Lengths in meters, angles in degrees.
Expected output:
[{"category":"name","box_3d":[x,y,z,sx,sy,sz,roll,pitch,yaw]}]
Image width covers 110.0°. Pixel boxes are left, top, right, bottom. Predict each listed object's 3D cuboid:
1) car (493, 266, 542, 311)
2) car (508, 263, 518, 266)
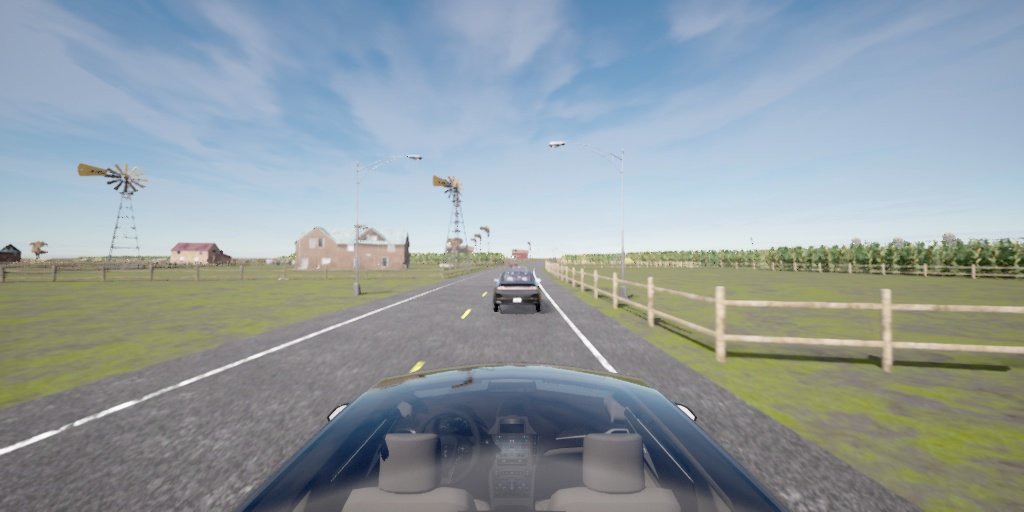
[{"category":"car","box_3d":[0.222,1.365,15.100,2.128,1.511,4.902,0,0,1]},{"category":"car","box_3d":[0.756,1.647,35.502,1.895,1.301,4.718,0,0,2]}]
